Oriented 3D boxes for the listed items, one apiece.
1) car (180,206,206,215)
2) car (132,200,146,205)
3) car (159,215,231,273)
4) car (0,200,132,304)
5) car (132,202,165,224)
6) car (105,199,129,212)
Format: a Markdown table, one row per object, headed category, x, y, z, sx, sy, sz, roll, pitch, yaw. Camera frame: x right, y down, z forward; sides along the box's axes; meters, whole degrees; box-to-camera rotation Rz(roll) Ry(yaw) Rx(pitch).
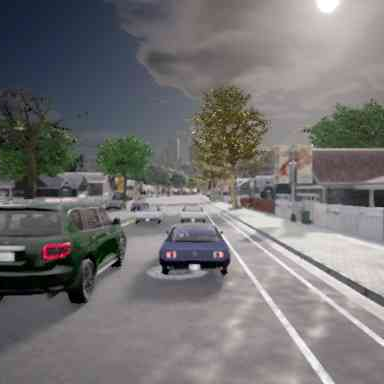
| category | x | y | z | sx | sy | sz | roll | pitch | yaw |
| --- | --- | --- | --- | --- | --- | --- | --- | --- | --- |
| car | 0.079 | 1.713 | 25.921 | 1.895 | 1.301 | 4.718 | 0 | 0 | 0 |
| car | -6.601 | 1.729 | 42.342 | 2.033 | 1.411 | 5.357 | 0 | 0 | 0 |
| car | 0.081 | 1.648 | 10.754 | 1.895 | 1.301 | 4.718 | 0 | 0 | 0 |
| car | -3.180 | 1.253 | 8.398 | 2.150 | 2.045 | 5.566 | 0 | -1 | 0 |
| car | -3.172 | 1.713 | 25.910 | 1.895 | 1.301 | 4.718 | 0 | 0 | 0 |
| car | -9.843 | 1.737 | 44.043 | 2.033 | 1.411 | 5.357 | 0 | 0 | 0 |
